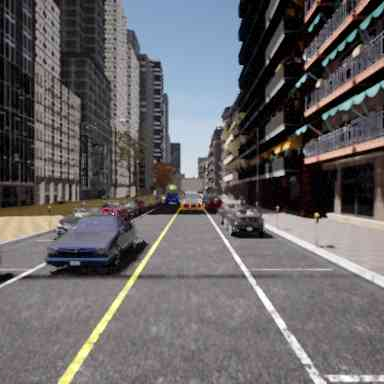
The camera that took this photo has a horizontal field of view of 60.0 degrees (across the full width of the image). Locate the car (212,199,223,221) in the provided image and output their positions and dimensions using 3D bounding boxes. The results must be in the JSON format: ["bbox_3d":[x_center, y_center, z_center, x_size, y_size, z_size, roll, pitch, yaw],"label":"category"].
[{"bbox_3d":[2.691,1.451,23.236,2.008,1.369,4.403,0,0,0],"label":"car"}]

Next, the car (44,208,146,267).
[{"bbox_3d":[-3.097,1.497,11.473,2.033,1.411,5.357,0,0,0],"label":"car"}]

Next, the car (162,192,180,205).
[{"bbox_3d":[-3.062,1.011,52.494,2.150,2.045,5.566,0,0,0],"label":"car"}]

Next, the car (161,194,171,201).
[{"bbox_3d":[-5.688,1.247,72.859,1.752,1.417,4.829,0,0,0],"label":"car"}]

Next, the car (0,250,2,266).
[{"bbox_3d":[-5.689,1.497,6.468,1.752,1.417,4.829,0,0,0],"label":"car"}]

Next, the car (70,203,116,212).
[{"bbox_3d":[-5.689,1.474,17.704,2.008,1.369,4.403,0,0,0],"label":"car"}]

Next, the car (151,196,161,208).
[{"bbox_3d":[-5.689,1.340,45.196,1.752,1.417,4.829,0,0,0],"label":"car"}]

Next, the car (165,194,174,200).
[{"bbox_3d":[-5.688,1.232,84.095,1.887,1.381,4.507,0,0,0],"label":"car"}]

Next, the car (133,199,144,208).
[{"bbox_3d":[-5.689,1.428,28.768,2.008,1.369,4.403,0,0,0],"label":"car"}]

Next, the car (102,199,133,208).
[{"bbox_3d":[-5.689,1.340,23.236,1.967,1.590,4.097,0,0,0],"label":"car"}]

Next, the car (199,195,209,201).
[{"bbox_3d":[2.692,1.271,73.029,2.008,1.369,4.403,0,0,0],"label":"car"}]

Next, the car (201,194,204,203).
[{"bbox_3d":[2.691,1.376,50.899,1.802,1.307,4.206,0,0,0],"label":"car"}]

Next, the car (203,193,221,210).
[{"bbox_3d":[2.691,1.274,39.833,1.967,1.590,4.097,0,0,0],"label":"car"}]

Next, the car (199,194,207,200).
[{"bbox_3d":[2.692,1.238,84.095,2.008,1.369,4.403,0,0,0],"label":"car"}]

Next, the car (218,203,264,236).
[{"bbox_3d":[2.691,1.474,17.703,2.008,1.369,4.403,0,0,0],"label":"car"}]

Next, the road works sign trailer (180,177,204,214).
[{"bbox_3d":[0.001,0.323,33.498,2.380,3.560,2.880,0,0,0],"label":"road works sign trailer"}]

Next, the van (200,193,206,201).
[{"bbox_3d":[2.691,1.117,56.430,1.690,1.788,3.998,0,0,0],"label":"van"}]

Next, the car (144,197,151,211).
[{"bbox_3d":[-5.689,1.400,34.301,1.887,1.381,4.507,0,0,0],"label":"car"}]
